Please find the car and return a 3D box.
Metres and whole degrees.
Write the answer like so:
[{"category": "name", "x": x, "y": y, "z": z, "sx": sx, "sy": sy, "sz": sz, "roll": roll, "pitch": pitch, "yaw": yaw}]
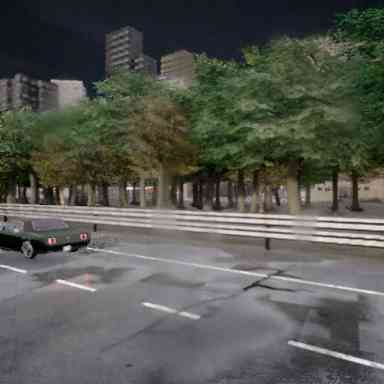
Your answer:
[{"category": "car", "x": -5.996, "y": 1.606, "z": 12.450, "sx": 4.718, "sy": 1.301, "sz": 1.895, "roll": 0, "pitch": 0, "yaw": 36}]
